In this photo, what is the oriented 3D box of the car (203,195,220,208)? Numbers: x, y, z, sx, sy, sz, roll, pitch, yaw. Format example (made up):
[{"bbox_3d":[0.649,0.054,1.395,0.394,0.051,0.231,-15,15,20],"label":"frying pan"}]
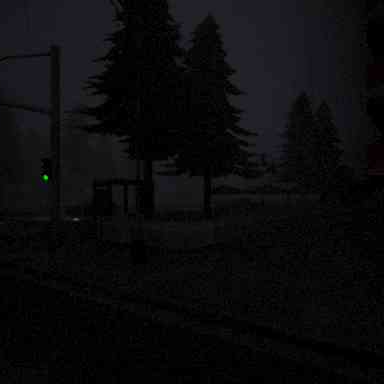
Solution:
[{"bbox_3d":[3.639,1.236,46.396,4.553,1.767,2.097,0,0,-40],"label":"car"}]

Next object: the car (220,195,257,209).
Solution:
[{"bbox_3d":[5.756,1.376,38.576,1.882,1.535,5.008,0,0,42],"label":"car"}]

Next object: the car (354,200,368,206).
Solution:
[{"bbox_3d":[23.028,1.459,48.903,5.357,1.411,2.033,0,0,-14],"label":"car"}]

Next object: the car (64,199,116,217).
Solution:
[{"bbox_3d":[-9.280,1.363,30.643,1.882,1.535,5.008,0,0,36],"label":"car"}]
